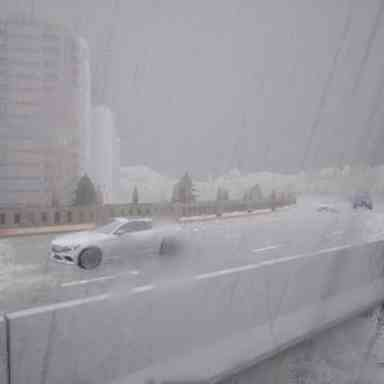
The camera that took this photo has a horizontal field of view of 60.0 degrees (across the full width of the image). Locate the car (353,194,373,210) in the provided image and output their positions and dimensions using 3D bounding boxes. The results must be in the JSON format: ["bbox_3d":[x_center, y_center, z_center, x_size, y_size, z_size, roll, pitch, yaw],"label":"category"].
[{"bbox_3d":[22.958,1.306,44.830,2.150,2.045,5.566,0,0,24],"label":"car"}]

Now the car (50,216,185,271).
[{"bbox_3d":[-2.345,1.580,11.373,4.674,1.442,1.812,0,0,-40],"label":"car"}]

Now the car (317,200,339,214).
[{"bbox_3d":[15.391,1.613,37.680,1.812,1.442,4.674,0,0,30],"label":"car"}]
